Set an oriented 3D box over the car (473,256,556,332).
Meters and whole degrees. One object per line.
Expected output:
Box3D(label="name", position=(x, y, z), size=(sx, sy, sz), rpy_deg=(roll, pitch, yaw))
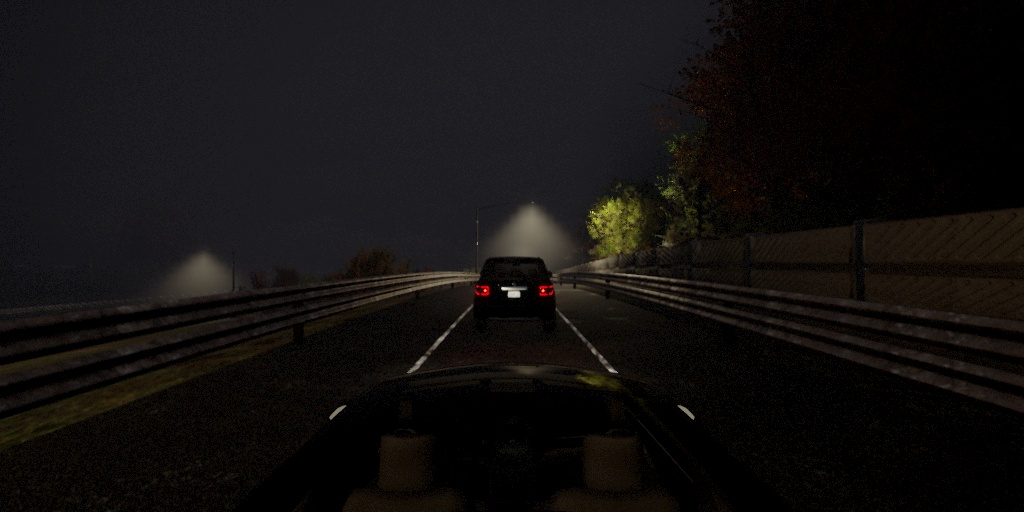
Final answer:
Box3D(label="car", position=(0.115, 1.056, 11.276), size=(2.150, 2.045, 5.566), rpy_deg=(0, -1, 1))
